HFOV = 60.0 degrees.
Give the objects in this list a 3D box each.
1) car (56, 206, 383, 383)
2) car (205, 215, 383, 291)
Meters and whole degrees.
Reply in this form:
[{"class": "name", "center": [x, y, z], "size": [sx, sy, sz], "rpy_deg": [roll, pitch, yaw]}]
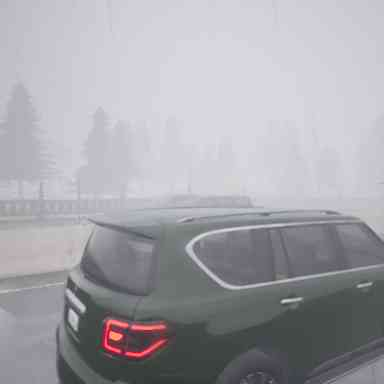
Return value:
[{"class": "car", "center": [1.204, 1.208, 4.393], "size": [5.566, 2.045, 2.150], "rpy_deg": [0, 0, -33]}, {"class": "car", "center": [3.181, 1.520, 9.717], "size": [5.357, 1.411, 2.033], "rpy_deg": [0, 0, -30]}]
